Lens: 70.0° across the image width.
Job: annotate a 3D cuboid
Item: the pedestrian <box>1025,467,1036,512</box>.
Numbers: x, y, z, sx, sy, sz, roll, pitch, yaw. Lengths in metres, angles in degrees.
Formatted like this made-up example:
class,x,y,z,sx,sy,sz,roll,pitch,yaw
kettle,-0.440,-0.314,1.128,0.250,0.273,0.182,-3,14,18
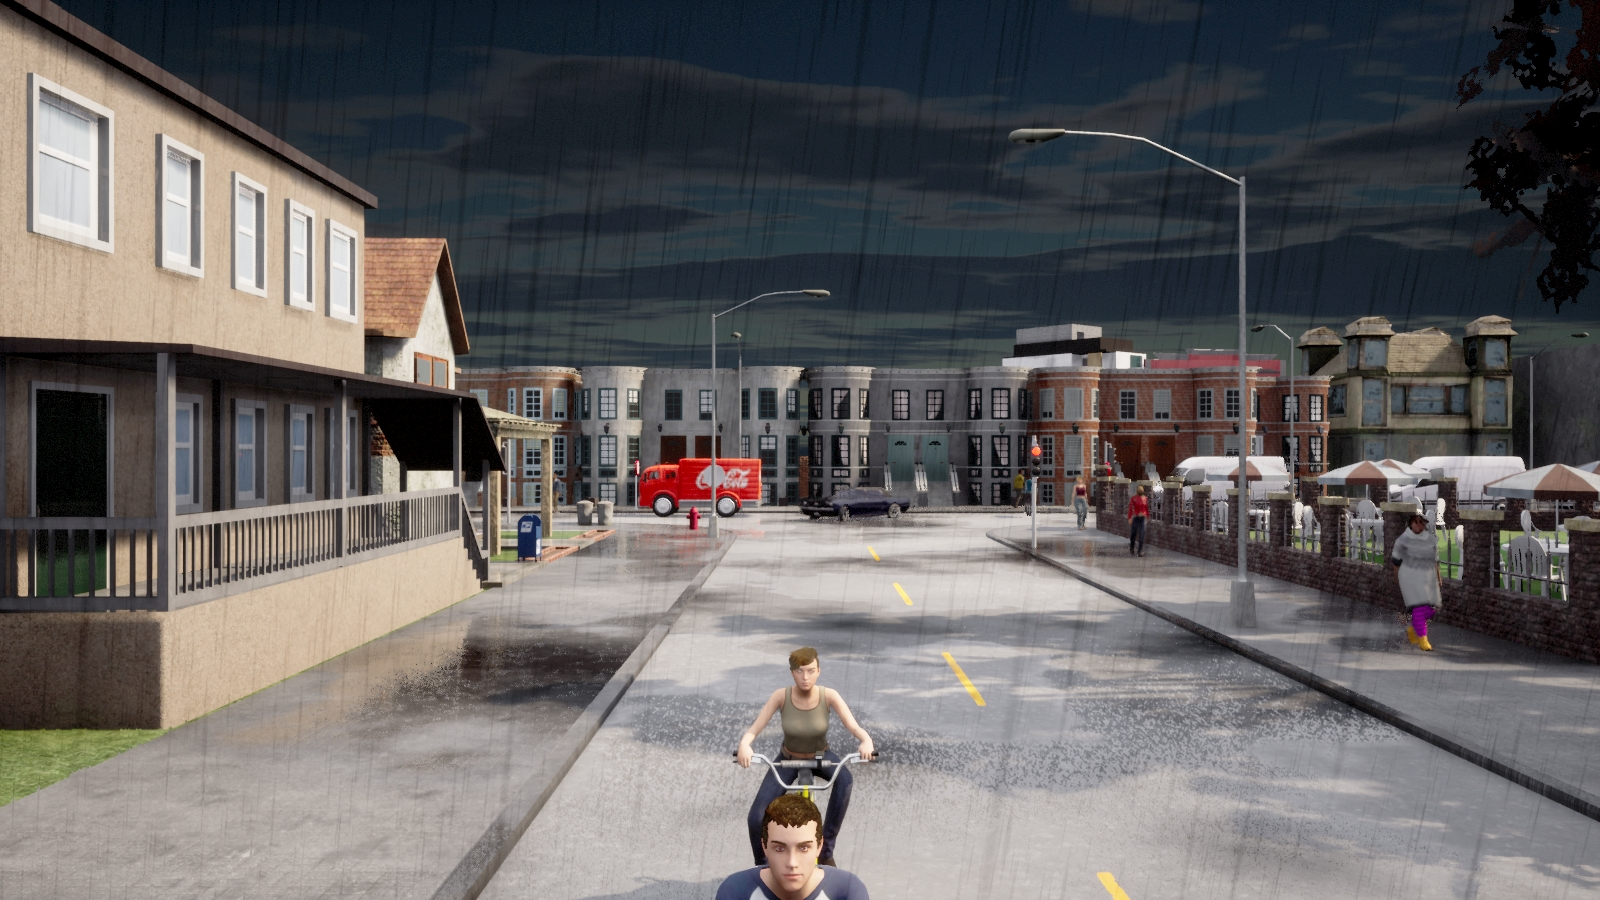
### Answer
class,x,y,z,sx,sy,sz,roll,pitch,yaw
pedestrian,9.627,1.648,47.784,0.375,1.860,0.375,0,0,-4

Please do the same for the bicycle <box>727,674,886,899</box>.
class,x,y,z,sx,sy,sz,roll,pitch,yaw
bicycle,0.033,2.040,6.906,0.859,1.080,1.487,0,0,0

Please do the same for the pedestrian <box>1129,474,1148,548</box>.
class,x,y,z,sx,sy,sz,roll,pitch,yaw
pedestrian,8.546,1.528,28.822,0.375,1.860,0.375,0,0,2

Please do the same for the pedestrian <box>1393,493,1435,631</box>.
class,x,y,z,sx,sy,sz,roll,pitch,yaw
pedestrian,8.456,1.530,15.742,0.375,1.860,0.375,0,0,2

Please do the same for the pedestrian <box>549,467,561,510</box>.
class,x,y,z,sx,sy,sz,roll,pitch,yaw
pedestrian,-10.543,1.649,49.217,0.375,1.860,0.375,0,0,12

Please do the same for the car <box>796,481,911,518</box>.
class,x,y,z,sx,sy,sz,roll,pitch,yaw
car,2.212,1.954,46.032,4.718,1.301,1.895,0,0,-44

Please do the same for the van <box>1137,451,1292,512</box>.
class,x,y,z,sx,sy,sz,roll,pitch,yaw
van,17.650,1.335,48.878,5.915,2.561,1.988,0,0,0

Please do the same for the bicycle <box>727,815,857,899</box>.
class,x,y,z,sx,sy,sz,roll,pitch,yaw
bicycle,-0.022,1.938,3.212,0.373,1.296,1.643,0,0,0

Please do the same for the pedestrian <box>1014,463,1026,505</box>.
class,x,y,z,sx,sy,sz,roll,pitch,yaw
pedestrian,10.005,1.546,51.923,0.375,1.860,0.375,0,0,-24

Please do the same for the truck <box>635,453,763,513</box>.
class,x,y,z,sx,sy,sz,roll,pitch,yaw
truck,-4.253,1.368,48.833,5.204,2.467,2.627,0,0,1

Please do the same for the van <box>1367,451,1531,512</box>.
class,x,y,z,sx,sy,sz,roll,pitch,yaw
van,27.707,1.335,48.890,5.915,2.561,1.988,0,0,0

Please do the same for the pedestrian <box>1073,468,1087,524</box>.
class,x,y,z,sx,sy,sz,roll,pitch,yaw
pedestrian,9.324,1.533,38.047,0.375,1.860,0.375,0,0,2

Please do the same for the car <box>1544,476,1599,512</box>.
class,x,y,z,sx,sy,sz,roll,pitch,yaw
car,34.992,1.861,48.884,4.892,1.480,2.231,0,0,0
